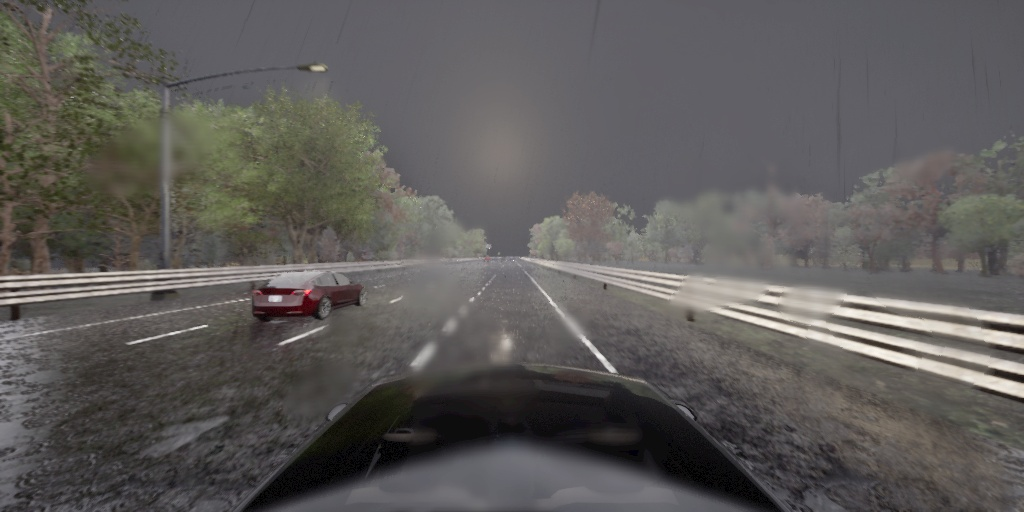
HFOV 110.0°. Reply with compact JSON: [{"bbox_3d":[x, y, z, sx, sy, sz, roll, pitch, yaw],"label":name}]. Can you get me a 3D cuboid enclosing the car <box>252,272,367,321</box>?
[{"bbox_3d":[-6.807,1.272,12.599,2.163,1.488,4.792,0,0,-1],"label":"car"}]
